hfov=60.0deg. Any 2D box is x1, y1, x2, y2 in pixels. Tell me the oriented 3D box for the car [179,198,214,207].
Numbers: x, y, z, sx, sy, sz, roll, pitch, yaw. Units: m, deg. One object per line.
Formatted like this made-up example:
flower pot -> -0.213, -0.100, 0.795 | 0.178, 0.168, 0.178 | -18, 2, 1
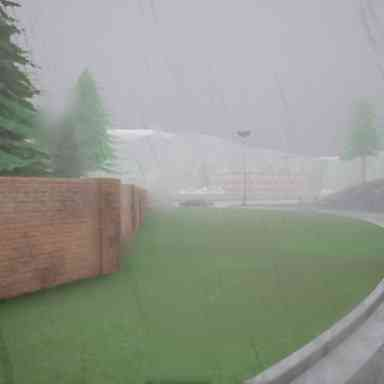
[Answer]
car -> 0.718, 1.614, 51.054 | 5.357, 1.411, 2.033 | 0, 0, 14
